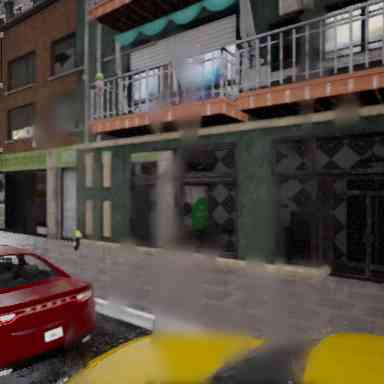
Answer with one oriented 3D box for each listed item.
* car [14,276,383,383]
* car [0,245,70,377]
[{"bbox_3d":[1.074,1.524,1.960,4.829,1.417,1.752,1,0,36],"label":"car"},{"bbox_3d":[-3.418,1.502,5.165,4.507,1.381,1.887,1,0,36],"label":"car"}]
